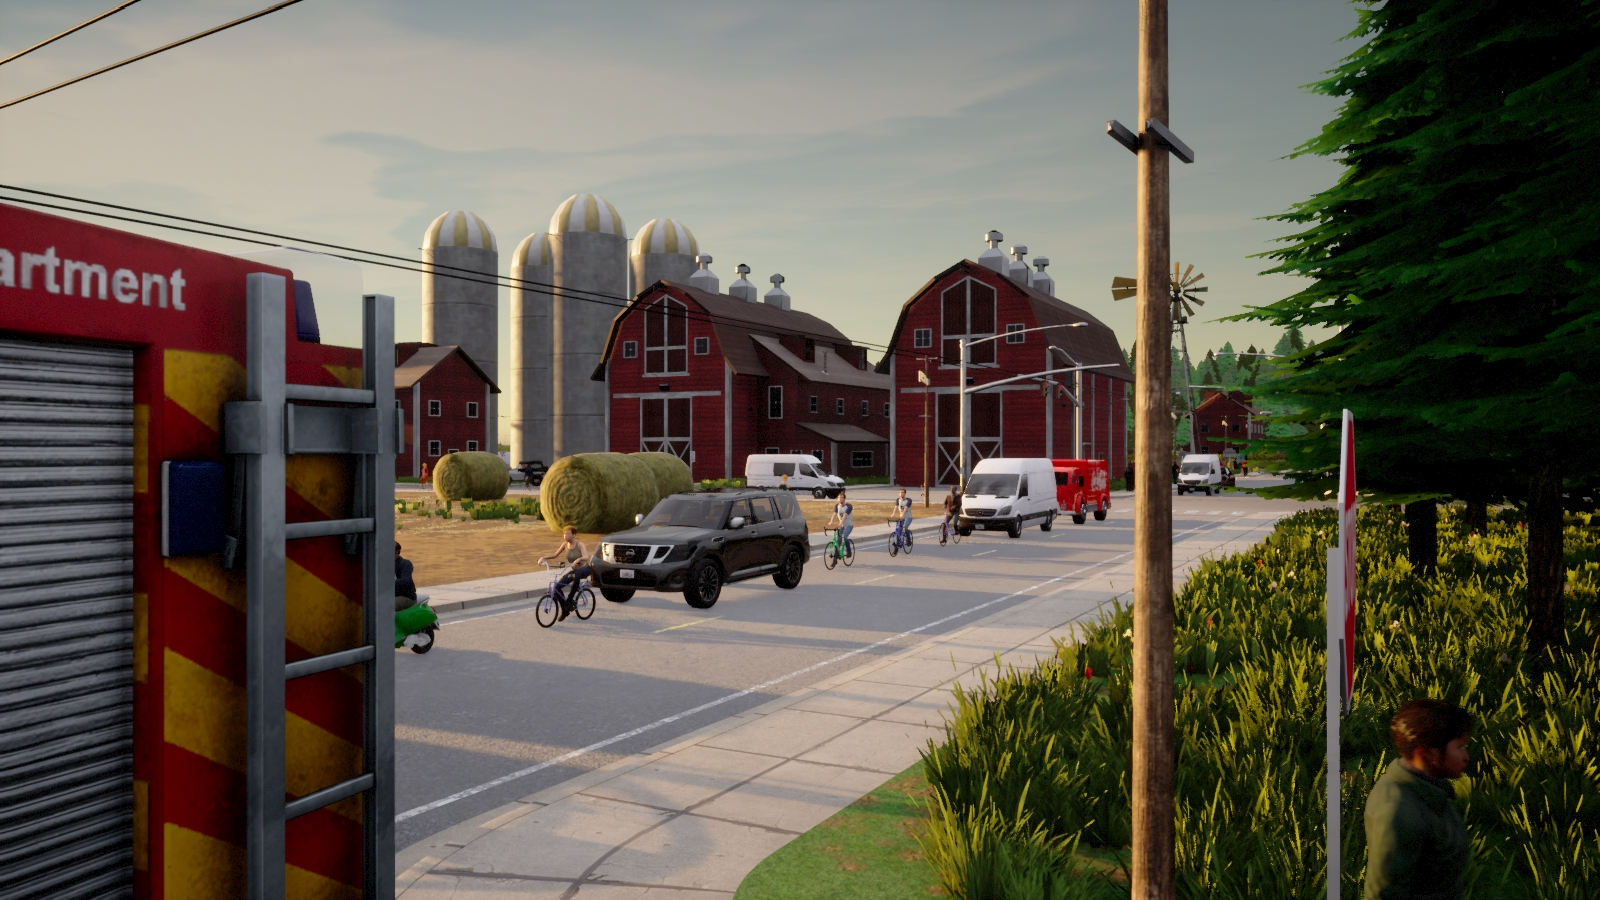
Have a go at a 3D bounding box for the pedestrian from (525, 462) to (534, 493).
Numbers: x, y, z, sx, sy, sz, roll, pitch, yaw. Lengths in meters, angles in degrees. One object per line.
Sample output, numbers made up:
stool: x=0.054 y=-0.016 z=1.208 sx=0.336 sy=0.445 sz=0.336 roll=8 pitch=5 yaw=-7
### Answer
pedestrian: x=-16.543 y=1.670 z=69.834 sx=0.375 sy=1.860 sz=0.375 roll=0 pitch=0 yaw=35

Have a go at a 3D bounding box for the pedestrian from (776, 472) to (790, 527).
pedestrian: x=-0.586 y=1.681 z=39.182 sx=0.375 sy=1.860 sz=0.375 roll=0 pitch=0 yaw=21

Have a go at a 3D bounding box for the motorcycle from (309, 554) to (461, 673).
motorcycle: x=-5.538 y=2.142 z=15.342 sx=0.856 sy=1.316 sz=1.805 roll=0 pitch=0 yaw=28

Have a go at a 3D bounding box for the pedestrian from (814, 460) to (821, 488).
pedestrian: x=1.154 y=1.600 z=75.439 sx=0.375 sy=1.860 sz=0.375 roll=0 pitch=0 yaw=-29

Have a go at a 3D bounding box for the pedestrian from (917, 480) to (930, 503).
pedestrian: x=6.050 y=2.054 z=56.106 sx=0.500 sy=1.100 sz=0.500 roll=0 pitch=0 yaw=23

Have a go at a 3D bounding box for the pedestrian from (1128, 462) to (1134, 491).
pedestrian: x=21.398 y=1.695 z=73.873 sx=0.375 sy=1.860 sz=0.375 roll=0 pitch=0 yaw=22

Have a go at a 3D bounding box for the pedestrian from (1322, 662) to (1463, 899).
pedestrian: x=1.923 y=1.663 z=3.699 sx=0.375 sy=1.860 sz=0.375 roll=0 pitch=0 yaw=32

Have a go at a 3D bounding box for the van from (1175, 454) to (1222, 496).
van: x=25.700 y=1.534 z=73.537 sx=1.988 sy=2.561 sz=5.915 roll=0 pitch=0 yaw=28

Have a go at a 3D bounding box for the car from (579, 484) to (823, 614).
car: x=-1.726 y=1.779 z=22.457 sx=2.150 sy=2.045 sz=5.566 roll=0 pitch=0 yaw=27

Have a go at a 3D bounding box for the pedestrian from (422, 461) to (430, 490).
pedestrian: x=-24.291 y=1.671 z=74.173 sx=0.375 sy=1.860 sz=0.375 roll=0 pitch=0 yaw=29

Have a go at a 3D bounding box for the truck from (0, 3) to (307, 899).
truck: x=-6.024 y=0.867 z=3.728 sx=8.468 sy=3.827 sz=2.891 roll=0 pitch=0 yaw=21

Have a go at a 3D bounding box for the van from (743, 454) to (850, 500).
van: x=-0.232 y=1.504 z=65.682 sx=5.915 sy=2.561 sz=1.988 roll=0 pitch=0 yaw=27

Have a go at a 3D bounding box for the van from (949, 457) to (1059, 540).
van: x=7.076 y=1.534 z=38.966 sx=1.988 sy=2.561 sz=5.915 roll=0 pitch=0 yaw=28

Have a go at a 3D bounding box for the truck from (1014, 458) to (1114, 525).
truck: x=10.574 y=1.568 z=45.388 sx=2.627 sy=2.467 sz=5.204 roll=0 pitch=0 yaw=28

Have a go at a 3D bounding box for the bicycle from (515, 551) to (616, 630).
bicycle: x=-3.799 y=2.256 z=18.612 sx=0.859 sy=1.080 sz=1.487 roll=0 pitch=0 yaw=28

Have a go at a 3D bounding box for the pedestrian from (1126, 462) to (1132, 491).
pedestrian: x=21.074 y=1.695 z=73.199 sx=0.375 sy=1.860 sz=0.375 roll=0 pitch=0 yaw=23
